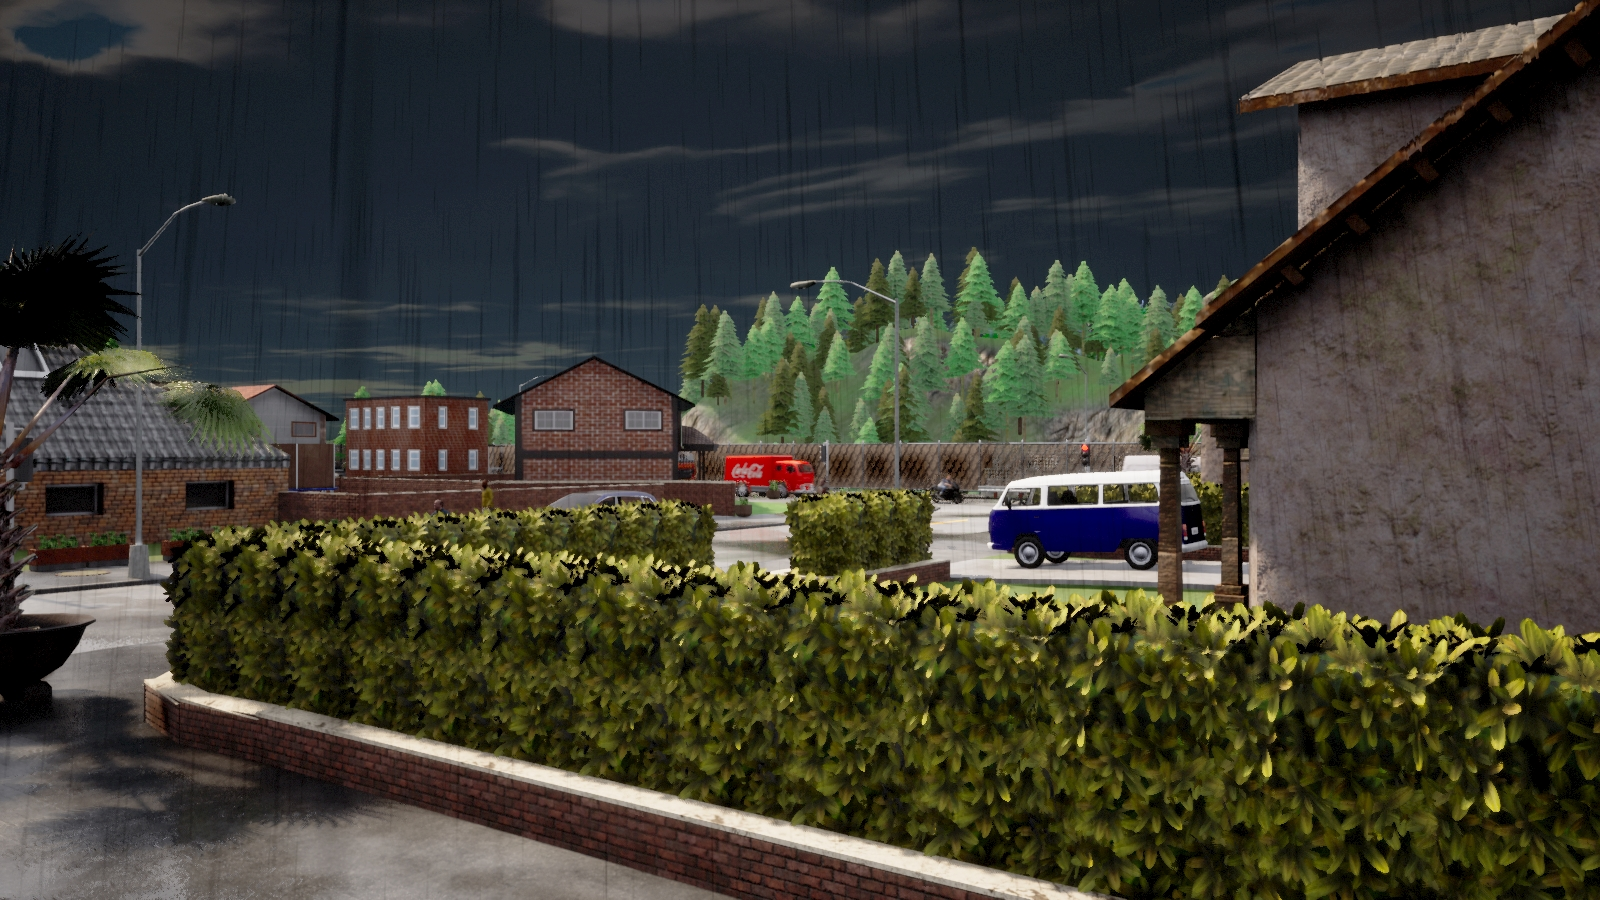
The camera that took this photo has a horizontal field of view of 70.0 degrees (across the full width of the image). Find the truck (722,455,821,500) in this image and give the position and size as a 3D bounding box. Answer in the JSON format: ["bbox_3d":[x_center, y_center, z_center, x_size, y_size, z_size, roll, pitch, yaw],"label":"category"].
[{"bbox_3d":[-1.668,1.550,66.050,5.204,2.467,2.627,0,0,35],"label":"truck"}]

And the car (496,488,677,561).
[{"bbox_3d":[-5.756,1.958,31.296,2.242,1.667,4.611,0,0,35],"label":"car"}]

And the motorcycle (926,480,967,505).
[{"bbox_3d":[7.557,2.175,58.977,2.033,1.199,0.803,0,0,45],"label":"motorcycle"}]

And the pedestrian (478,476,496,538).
[{"bbox_3d":[-9.565,1.732,34.963,0.375,1.860,0.375,0,0,35],"label":"pedestrian"}]
